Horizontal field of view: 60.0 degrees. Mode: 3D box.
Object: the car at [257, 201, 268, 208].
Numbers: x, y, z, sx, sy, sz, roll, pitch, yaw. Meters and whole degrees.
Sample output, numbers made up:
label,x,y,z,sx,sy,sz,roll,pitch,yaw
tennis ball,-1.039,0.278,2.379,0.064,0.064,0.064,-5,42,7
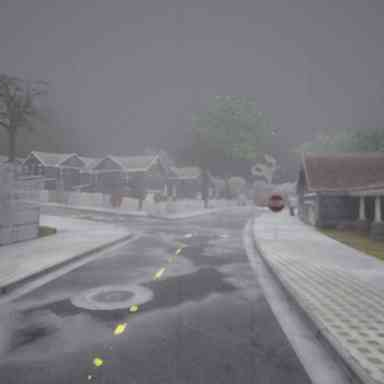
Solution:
label,x,y,z,sx,sy,sz,roll,pitch,yaw
car,14.417,2.411,66.078,1.994,1.385,4.181,-1,-1,27
